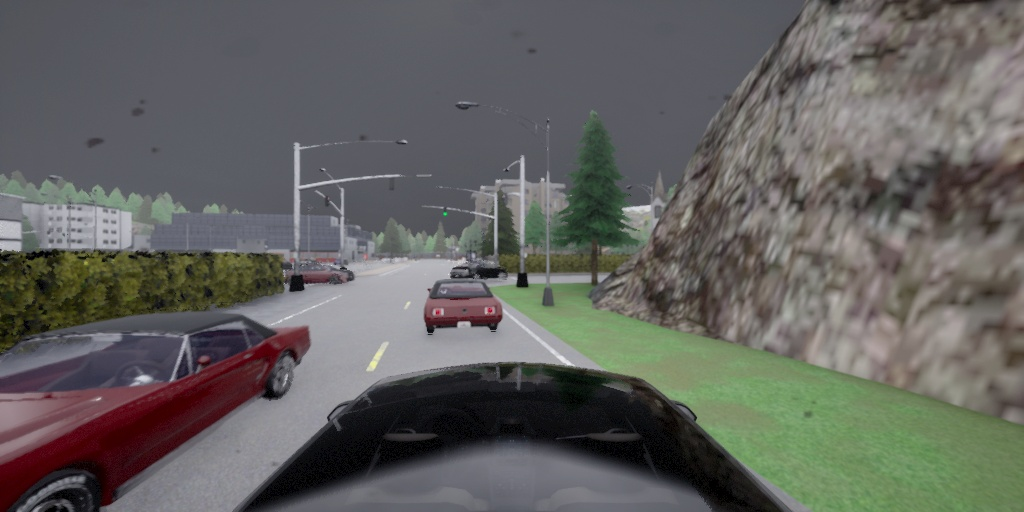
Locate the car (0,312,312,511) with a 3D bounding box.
[{"bbox_3d":[-3.923,1.347,3.592,1.895,1.301,4.718,0,0,-8],"label":"car"}]

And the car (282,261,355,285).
[{"bbox_3d":[-13.034,1.260,24.473,4.181,1.385,1.994,0,0,-6],"label":"car"}]

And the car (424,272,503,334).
[{"bbox_3d":[-1.556,1.328,10.634,1.895,1.301,4.718,0,0,-11],"label":"car"}]

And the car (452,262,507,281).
[{"bbox_3d":[-2.315,1.179,26.327,2.128,1.511,4.902,-1,-1,36],"label":"car"}]
